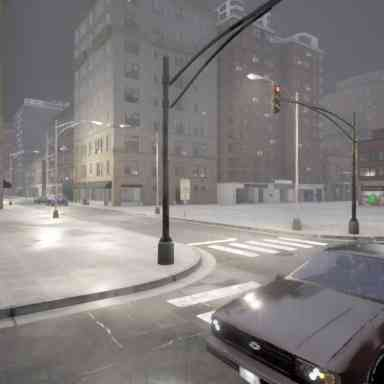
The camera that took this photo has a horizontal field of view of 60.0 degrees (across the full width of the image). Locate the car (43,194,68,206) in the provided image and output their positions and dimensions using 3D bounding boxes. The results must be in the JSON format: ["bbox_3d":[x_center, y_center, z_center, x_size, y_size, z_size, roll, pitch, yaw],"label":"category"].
[{"bbox_3d":[-19.612,1.119,48.219,2.097,1.767,4.553,0,0,-36],"label":"car"}]

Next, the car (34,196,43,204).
[{"bbox_3d":[-25.409,1.288,56.331,1.994,1.385,4.181,0,0,-36],"label":"car"}]

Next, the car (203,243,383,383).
[{"bbox_3d":[2.762,1.545,5.040,5.357,1.411,2.033,0,0,-36],"label":"car"}]
